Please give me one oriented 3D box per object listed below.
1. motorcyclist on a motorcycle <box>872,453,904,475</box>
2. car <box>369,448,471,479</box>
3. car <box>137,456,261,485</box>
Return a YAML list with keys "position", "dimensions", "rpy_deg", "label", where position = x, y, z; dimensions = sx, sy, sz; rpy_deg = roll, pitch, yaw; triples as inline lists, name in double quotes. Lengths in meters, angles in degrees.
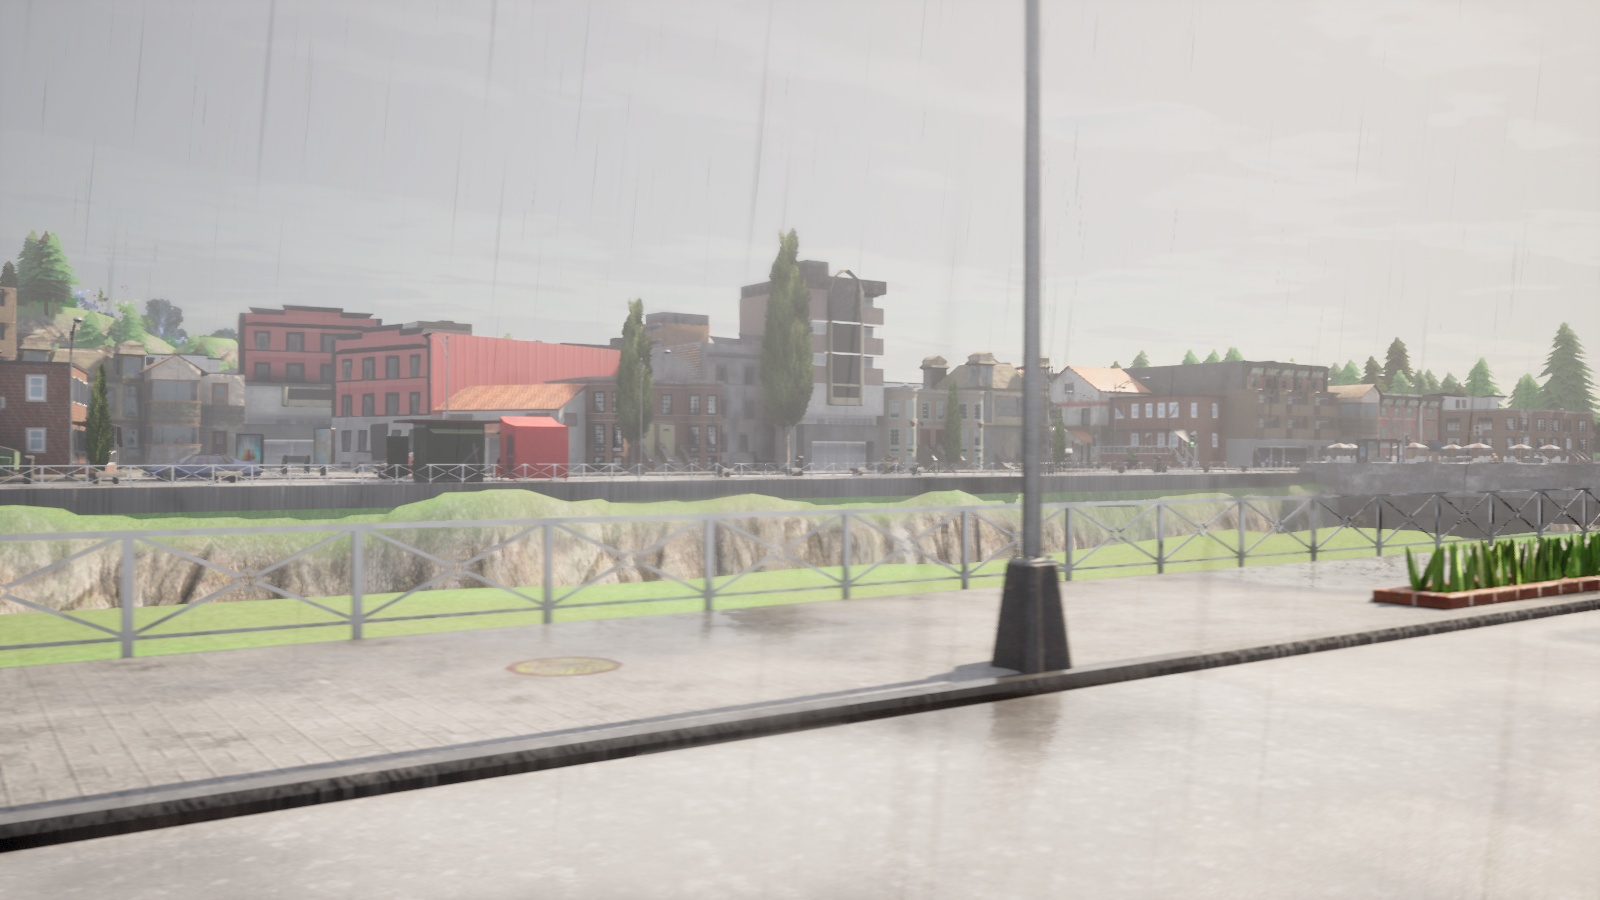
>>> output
- position: [6.204, 0.984, 88.648]
  dimensions: [2.191, 1.530, 0.866]
  rpy_deg: [0, 0, -35]
  label: "motorcyclist on a motorcycle"
- position: [-21.062, 0.738, 69.659]
  dimensions: [5.027, 1.651, 2.152]
  rpy_deg: [0, 0, -35]
  label: "car"
- position: [-30.249, 1.012, 63.260]
  dimensions: [5.357, 1.411, 2.033]
  rpy_deg: [0, 0, -35]
  label: "car"
